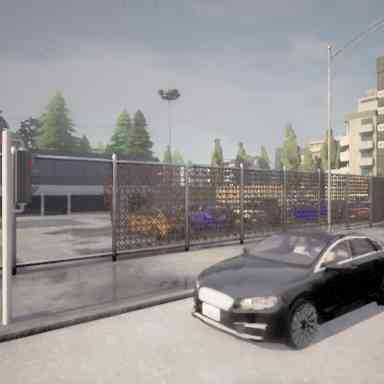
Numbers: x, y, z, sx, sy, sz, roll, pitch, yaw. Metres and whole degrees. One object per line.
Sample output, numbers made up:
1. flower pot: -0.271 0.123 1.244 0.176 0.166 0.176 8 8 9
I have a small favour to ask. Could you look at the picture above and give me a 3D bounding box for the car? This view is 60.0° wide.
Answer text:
1. car: 2.238 1.490 6.340 4.902 1.511 2.128 0 0 -37
